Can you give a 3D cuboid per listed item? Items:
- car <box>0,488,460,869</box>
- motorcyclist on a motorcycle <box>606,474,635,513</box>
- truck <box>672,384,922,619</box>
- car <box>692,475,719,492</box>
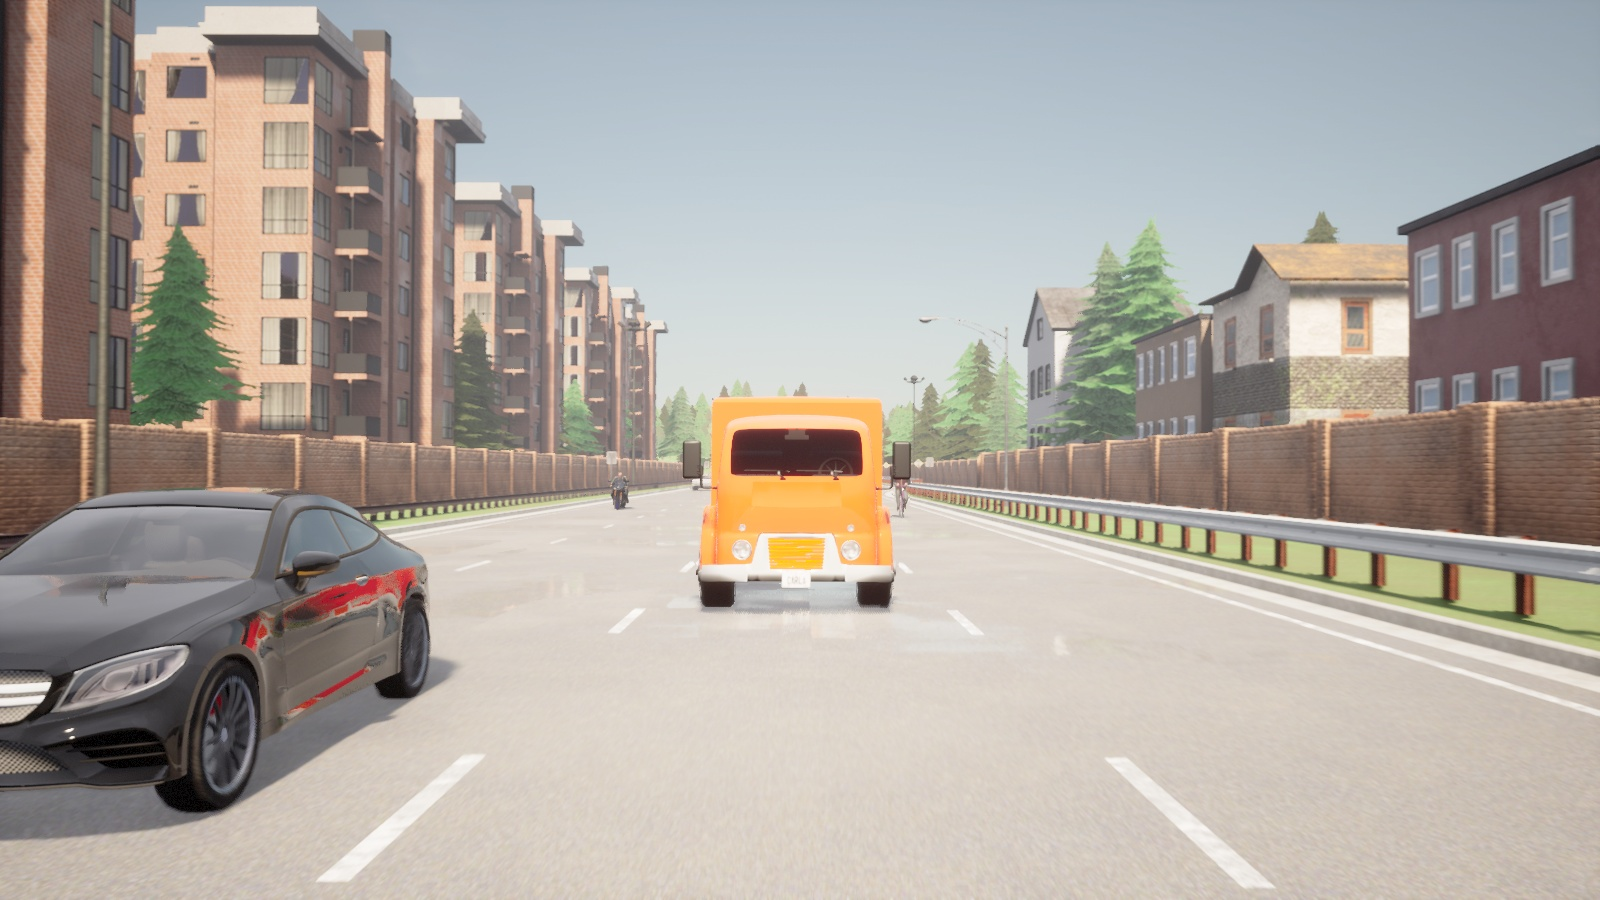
[{"bbox_3d":[-3.512,0.977,7.313,1.812,1.442,4.674,0,-1,0],"label":"car"},{"bbox_3d":[-7.121,1.712,49.888,0.866,1.530,2.191,0,-1,0],"label":"motorcyclist on a motorcycle"},{"bbox_3d":[-0.041,0.598,15.888,2.627,2.467,5.204,0,-1,0],"label":"truck"},{"bbox_3d":[-7.308,2.570,97.260,1.895,1.301,4.718,0,-1,-1],"label":"car"}]
